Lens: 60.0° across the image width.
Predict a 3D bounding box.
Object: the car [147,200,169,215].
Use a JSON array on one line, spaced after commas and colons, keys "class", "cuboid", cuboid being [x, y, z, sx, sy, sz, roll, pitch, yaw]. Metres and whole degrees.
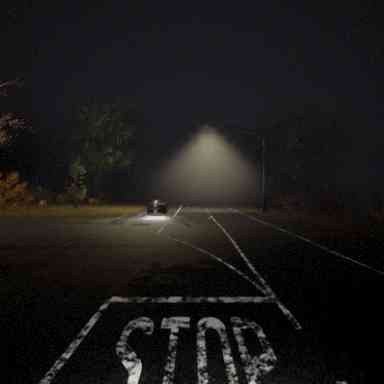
[{"class": "car", "cuboid": [-3.430, 1.538, 33.984, 2.128, 1.511, 4.902, 0, 0, 0]}]
